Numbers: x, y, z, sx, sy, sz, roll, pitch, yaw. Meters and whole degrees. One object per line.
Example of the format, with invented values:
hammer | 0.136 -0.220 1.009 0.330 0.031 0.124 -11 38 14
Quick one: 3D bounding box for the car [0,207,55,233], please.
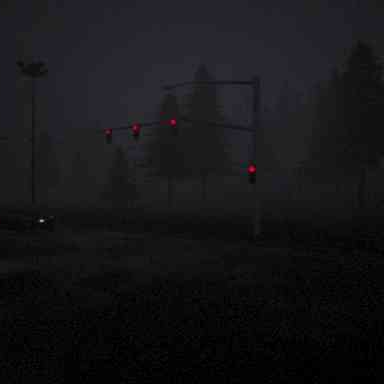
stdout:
car | -10.030 1.588 19.743 4.181 1.385 1.994 0 0 35
